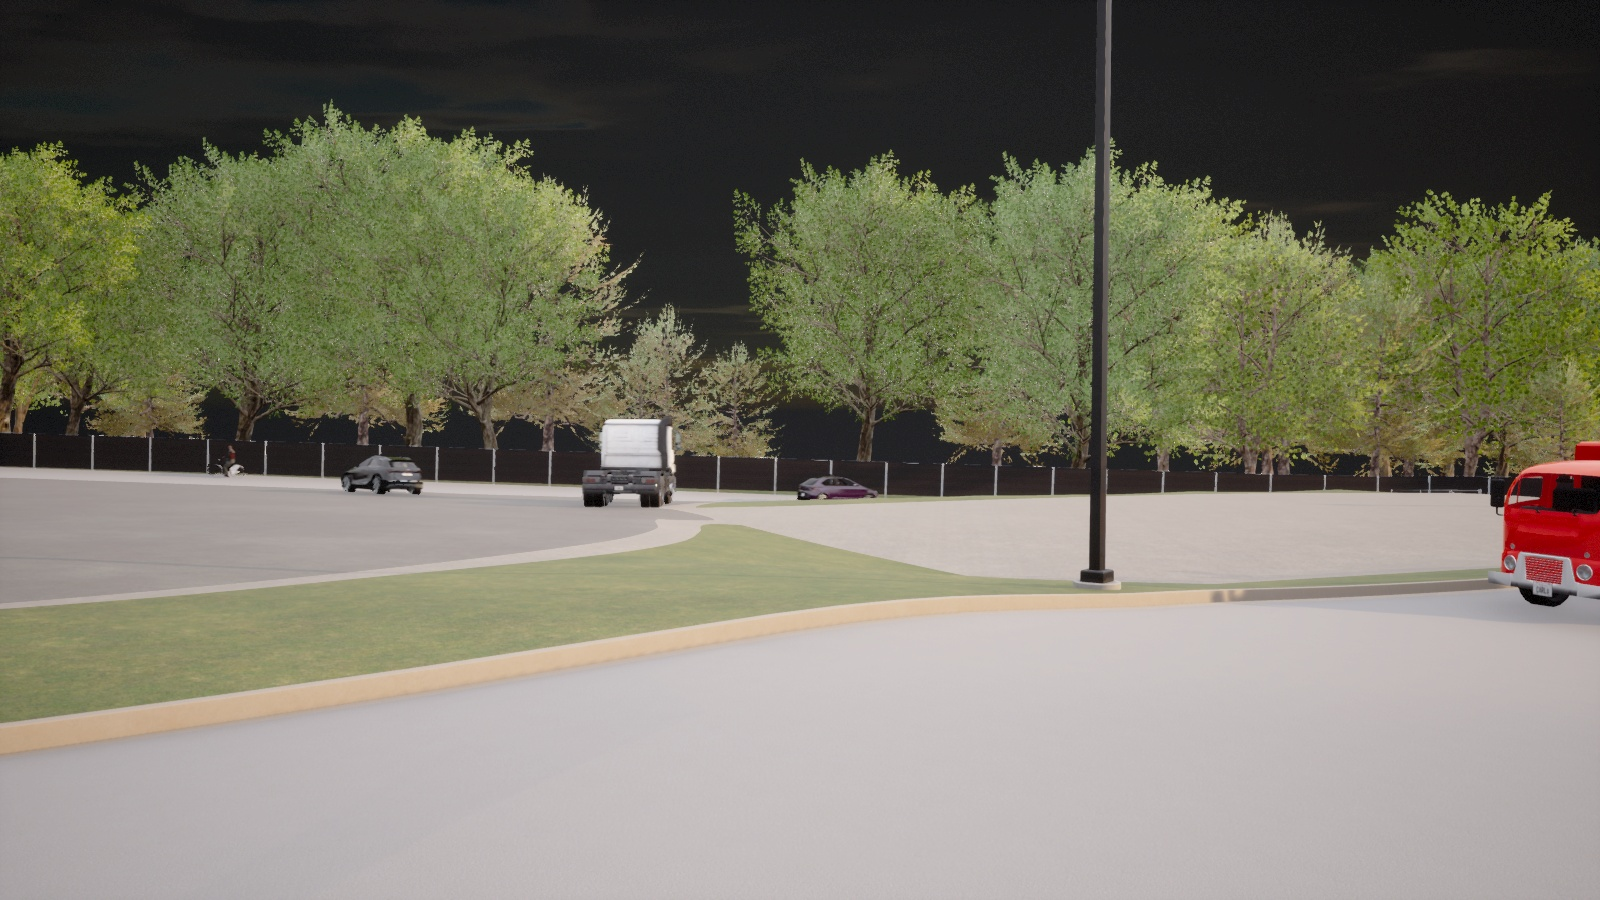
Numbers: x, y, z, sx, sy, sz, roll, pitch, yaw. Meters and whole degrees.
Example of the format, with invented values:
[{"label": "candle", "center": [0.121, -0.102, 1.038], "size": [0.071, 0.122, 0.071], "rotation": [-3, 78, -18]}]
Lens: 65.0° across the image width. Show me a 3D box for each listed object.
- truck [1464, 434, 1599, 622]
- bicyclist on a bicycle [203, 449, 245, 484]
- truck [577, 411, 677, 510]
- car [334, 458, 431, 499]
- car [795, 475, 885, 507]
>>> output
[{"label": "truck", "center": [12.799, 1.018, 18.329], "size": [5.204, 2.467, 2.627], "rotation": [0, 2, -20]}, {"label": "bicyclist on a bicycle", "center": [-30.517, 0.871, 66.547], "size": [1.843, 1.776, 0.659], "rotation": [2, 2, -1]}, {"label": "truck", "center": [-6.465, 0.436, 48.115], "size": [2.891, 3.462, 7.936], "rotation": [0, -1, -1]}, {"label": "car", "center": [-18.122, 1.217, 54.374], "size": [2.033, 1.649, 4.856], "rotation": [2, -1, -44]}, {"label": "car", "center": [2.027, 2.060, 63.747], "size": [4.193, 1.474, 1.816], "rotation": [1, 2, -29]}]
